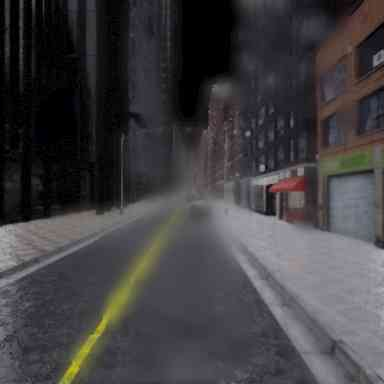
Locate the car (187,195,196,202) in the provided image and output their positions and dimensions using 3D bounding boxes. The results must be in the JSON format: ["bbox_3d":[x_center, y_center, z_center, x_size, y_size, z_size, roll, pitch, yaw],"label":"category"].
[{"bbox_3d":[-0.018,1.508,81.093,2.128,1.511,4.902,0,0,0],"label":"car"}]

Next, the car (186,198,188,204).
[{"bbox_3d":[-0.015,1.586,66.092,1.837,1.490,4.892,0,0,0],"label":"car"}]

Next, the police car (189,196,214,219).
[{"bbox_3d":[0.893,1.461,29.357,1.930,1.638,5.238,0,0,0],"label":"police car"}]

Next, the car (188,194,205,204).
[{"bbox_3d":[0.891,1.283,45.278,2.150,2.045,5.566,0,0,0],"label":"car"}]

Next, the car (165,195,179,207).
[{"bbox_3d":[-3.080,1.560,51.244,2.128,1.511,4.902,0,0,0],"label":"car"}]
